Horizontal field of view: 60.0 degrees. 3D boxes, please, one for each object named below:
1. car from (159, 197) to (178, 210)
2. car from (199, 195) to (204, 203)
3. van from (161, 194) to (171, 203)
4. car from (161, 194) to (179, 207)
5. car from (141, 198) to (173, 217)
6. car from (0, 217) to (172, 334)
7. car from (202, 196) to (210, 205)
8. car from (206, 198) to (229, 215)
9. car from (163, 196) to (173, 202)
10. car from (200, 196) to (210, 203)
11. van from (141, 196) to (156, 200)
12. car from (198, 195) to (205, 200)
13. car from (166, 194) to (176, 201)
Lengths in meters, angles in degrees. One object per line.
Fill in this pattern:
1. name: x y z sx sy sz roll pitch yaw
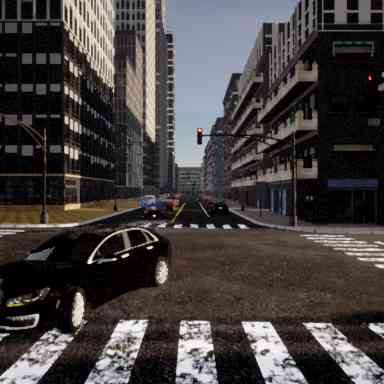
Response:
1. car: -3.064 1.605 39.498 1.895 1.301 4.718 0 0 0
2. car: 2.738 1.561 60.769 2.008 1.369 4.403 0 0 0
3. van: -5.633 1.355 72.084 1.690 1.788 3.998 0 0 0
4. car: -3.049 1.359 49.494 2.097 1.767 4.553 0 0 0
5. car: -3.076 1.549 29.719 2.033 1.411 5.357 0 0 0
6. car: -2.106 1.511 7.042 1.837 1.490 4.892 -2 -1 23
7. car: 2.724 1.550 43.806 1.887 1.381 4.507 0 0 0
8. car: 2.717 1.568 33.839 1.947 1.339 4.313 0 0 0
9. car: -5.628 1.567 77.738 2.008 1.369 4.403 0 0 0
10. car: 2.748 1.559 72.077 1.887 1.381 4.507 0 0 0
11. van: -5.657 1.346 43.813 1.690 1.788 3.998 0 0 0
12. car: 2.766 1.590 94.695 1.947 1.339 4.313 0 0 0
13. car: -5.619 1.337 89.048 2.192 1.841 5.009 0 0 0
